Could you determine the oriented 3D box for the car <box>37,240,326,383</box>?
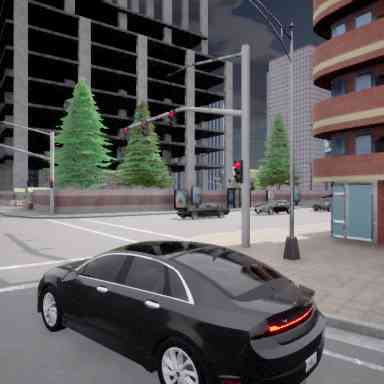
[{"bbox_3d":[-0.585,1.505,5.050,4.892,1.490,1.837,0,0,41],"label":"car"}]

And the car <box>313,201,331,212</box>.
[{"bbox_3d":[16.675,1.407,40.284,4.553,1.767,2.097,0,0,-35],"label":"car"}]

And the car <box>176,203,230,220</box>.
[{"bbox_3d":[0.987,1.656,29.111,4.718,1.301,1.895,0,0,-36],"label":"car"}]

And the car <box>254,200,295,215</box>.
[{"bbox_3d":[8.579,1.547,34.530,4.902,1.511,2.128,0,0,-35],"label":"car"}]
